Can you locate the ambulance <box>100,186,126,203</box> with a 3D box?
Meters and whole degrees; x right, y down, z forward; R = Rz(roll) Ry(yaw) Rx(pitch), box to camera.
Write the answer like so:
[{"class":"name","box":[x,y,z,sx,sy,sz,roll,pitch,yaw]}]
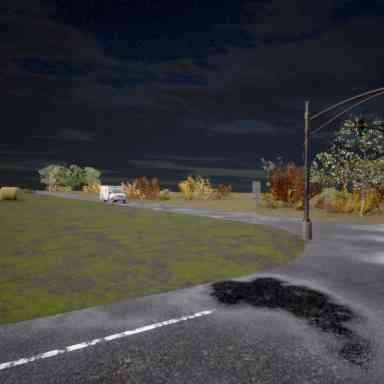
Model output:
[{"class":"ambulance","box":[-11.873,0.339,50.071,2.351,2.431,6.366,2,0,-32]}]
